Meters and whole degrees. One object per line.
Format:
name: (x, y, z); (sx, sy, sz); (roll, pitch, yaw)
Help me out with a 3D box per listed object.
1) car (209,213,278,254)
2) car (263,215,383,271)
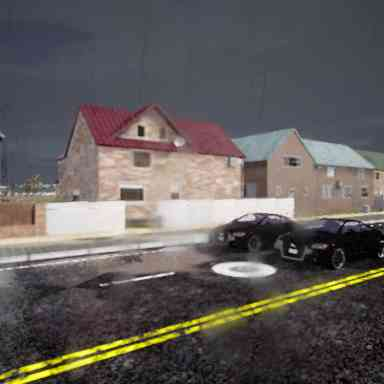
car: (2.713, 1.557, 13.603); (4.181, 1.385, 1.994); (0, 0, -35)
car: (4.605, 1.557, 10.961); (4.181, 1.385, 1.994); (0, 0, -36)
